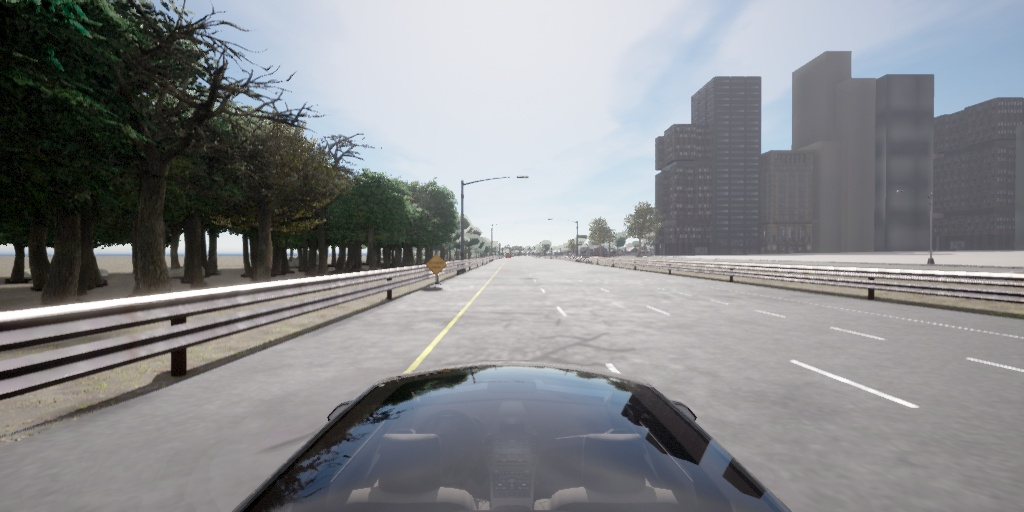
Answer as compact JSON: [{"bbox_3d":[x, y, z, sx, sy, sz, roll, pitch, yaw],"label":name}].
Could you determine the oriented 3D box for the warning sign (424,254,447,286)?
[{"bbox_3d":[-4.550,0.808,21.602,1.300,1.860,1.060,0,0,0],"label":"warning sign"}]
